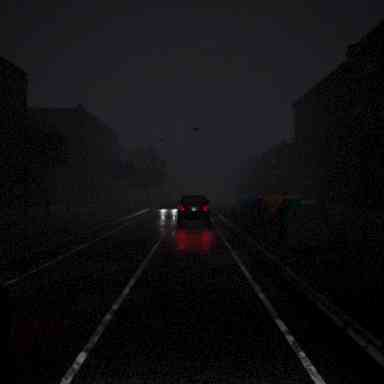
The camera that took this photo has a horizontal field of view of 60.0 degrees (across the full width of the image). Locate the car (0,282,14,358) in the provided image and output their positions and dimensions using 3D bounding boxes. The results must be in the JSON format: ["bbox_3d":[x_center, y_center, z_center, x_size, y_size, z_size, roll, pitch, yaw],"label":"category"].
[{"bbox_3d":[-3.104,1.471,2.078,2.128,1.511,4.902,-1,-1,0],"label":"car"}]

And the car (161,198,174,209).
[{"bbox_3d":[-3.037,1.548,44.707,1.812,1.442,4.674,0,0,0],"label":"car"}]

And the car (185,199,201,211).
[{"bbox_3d":[0.144,1.615,42.469,1.895,1.301,4.718,0,0,0],"label":"car"}]

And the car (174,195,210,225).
[{"bbox_3d":[0.128,1.203,23.686,2.150,2.045,5.566,0,0,0],"label":"car"}]
